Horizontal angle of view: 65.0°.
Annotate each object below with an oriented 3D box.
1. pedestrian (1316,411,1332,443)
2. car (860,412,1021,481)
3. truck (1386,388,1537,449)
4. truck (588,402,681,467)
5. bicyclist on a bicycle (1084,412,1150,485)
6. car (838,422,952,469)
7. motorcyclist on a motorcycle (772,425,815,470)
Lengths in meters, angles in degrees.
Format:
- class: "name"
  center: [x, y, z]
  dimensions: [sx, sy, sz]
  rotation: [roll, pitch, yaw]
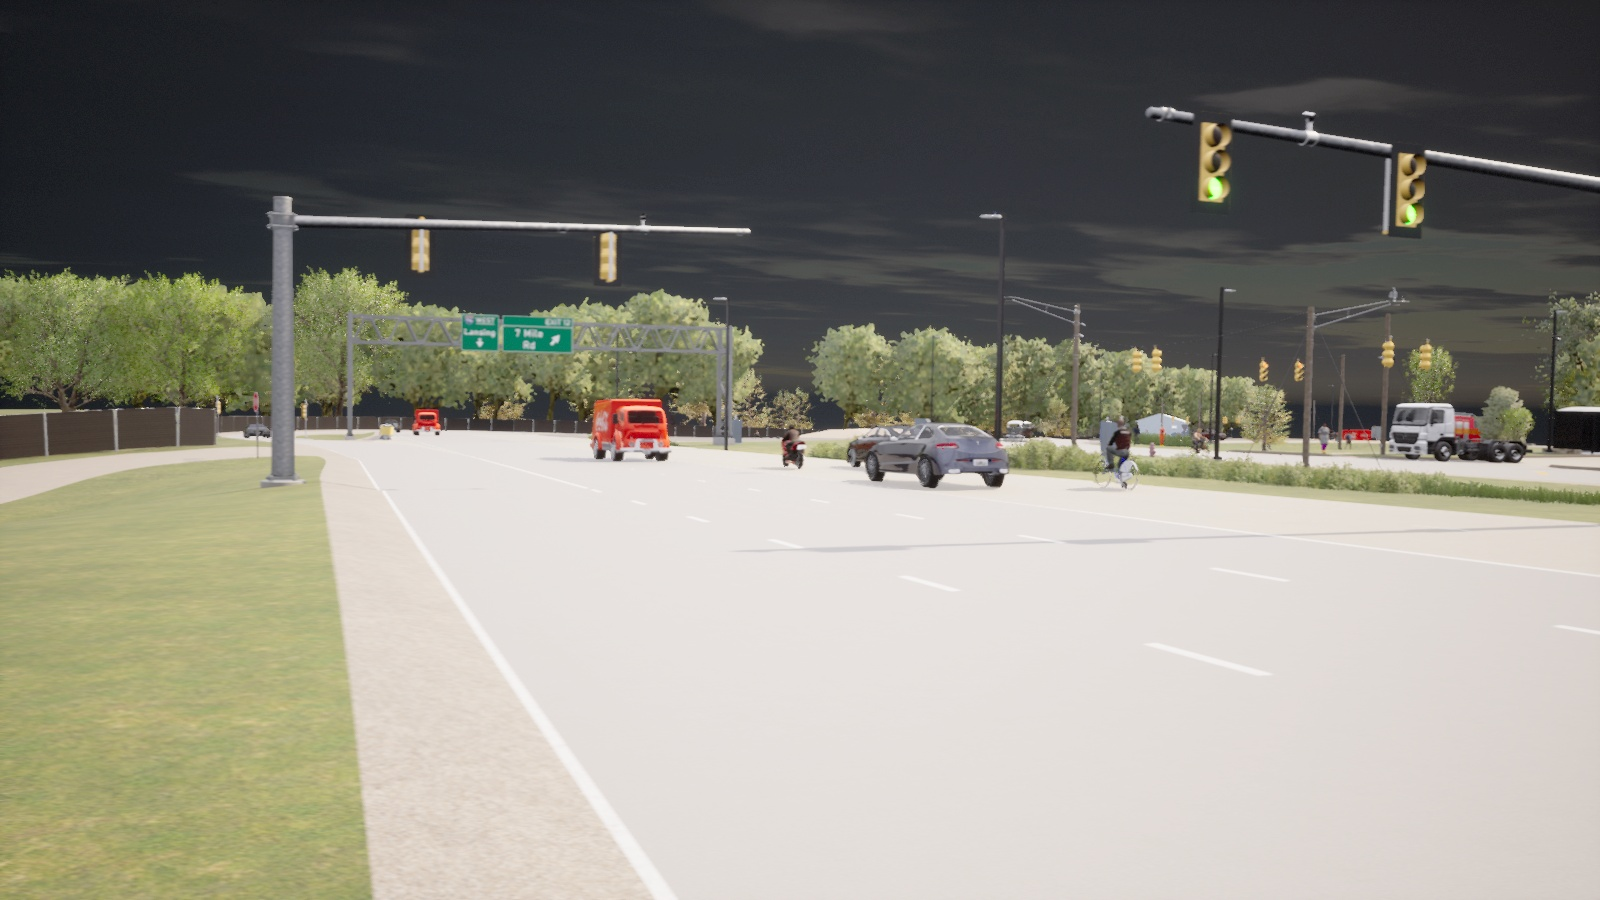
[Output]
- class: "pedestrian"
  center: [32.427, -1.415, 77.714]
  dimensions: [0.659, 1.952, 0.873]
  rotation: [0, 3, 2]
- class: "car"
  center: [3.578, -0.129, 33.053]
  dimensions: [2.152, 1.651, 5.027]
  rotation: [-1, 1, -20]
- class: "truck"
  center: [39.125, -1.877, 74.296]
  dimensions: [7.936, 3.462, 2.891]
  rotation: [0, 2, -15]
- class: "truck"
  center: [-6.776, -0.656, 50.891]
  dimensions: [2.627, 2.467, 5.204]
  rotation: [-1, 1, -20]
- class: "bicyclist on a bicycle"
  center: [7.920, -0.055, 31.414]
  dimensions: [0.659, 1.776, 1.843]
  rotation: [-1, 2, -20]
- class: "car"
  center: [3.251, -0.187, 44.008]
  dimensions: [2.128, 1.511, 4.902]
  rotation: [-1, 1, -20]
- class: "motorcyclist on a motorcycle"
  center: [-0.229, -0.103, 43.328]
  dimensions: [0.797, 1.523, 2.044]
  rotation: [-1, 1, -20]
